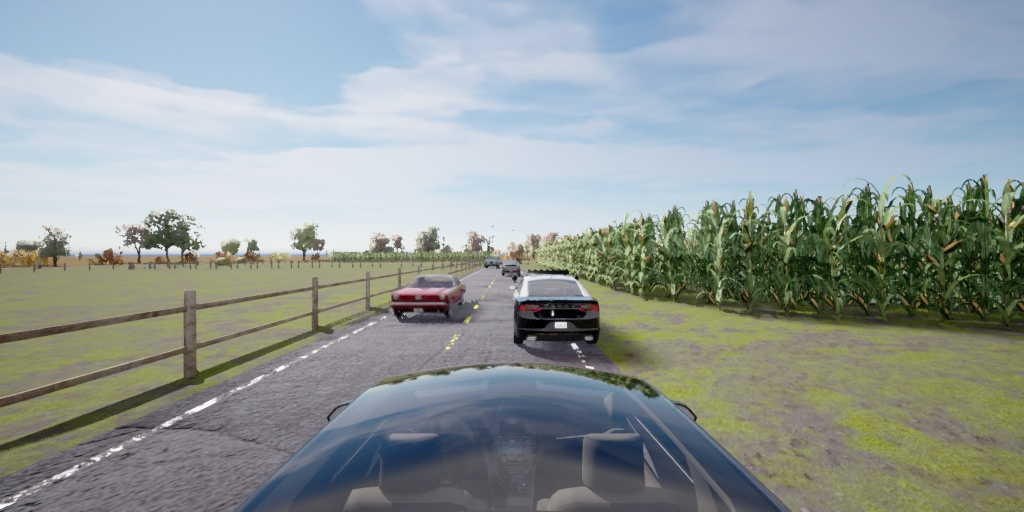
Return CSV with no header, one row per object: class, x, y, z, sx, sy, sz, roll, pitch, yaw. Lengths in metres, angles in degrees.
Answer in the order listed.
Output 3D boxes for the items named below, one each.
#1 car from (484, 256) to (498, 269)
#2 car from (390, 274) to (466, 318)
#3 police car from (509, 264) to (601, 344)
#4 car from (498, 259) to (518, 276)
car,-3.113,0.972,56.150,2.150,2.045,5.566,0,0,0
car,-2.874,1.350,13.183,1.895,1.301,4.718,0,0,0
police car,0.959,1.175,9.732,1.930,1.638,5.238,0,0,0
car,-0.089,1.242,37.445,2.128,1.511,4.902,0,0,0
